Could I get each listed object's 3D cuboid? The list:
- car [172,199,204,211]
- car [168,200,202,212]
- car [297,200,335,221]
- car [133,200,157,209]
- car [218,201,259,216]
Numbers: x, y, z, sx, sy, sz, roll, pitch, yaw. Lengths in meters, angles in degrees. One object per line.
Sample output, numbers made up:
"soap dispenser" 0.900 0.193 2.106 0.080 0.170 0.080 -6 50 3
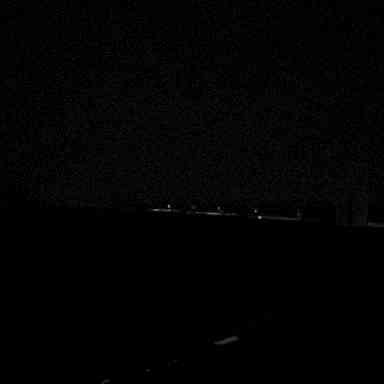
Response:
"car" -0.627 1.800 46.698 1.882 1.535 5.008 1 -1 -36
"car" -1.214 1.732 42.483 2.128 1.511 4.902 1 -1 -36
"car" 10.665 1.424 26.123 2.097 1.767 4.553 1 -1 -38
"car" -7.116 1.939 50.728 1.895 1.301 4.718 1 -1 -35
"car" 4.748 1.640 34.208 2.128 1.511 4.902 1 -1 -36
